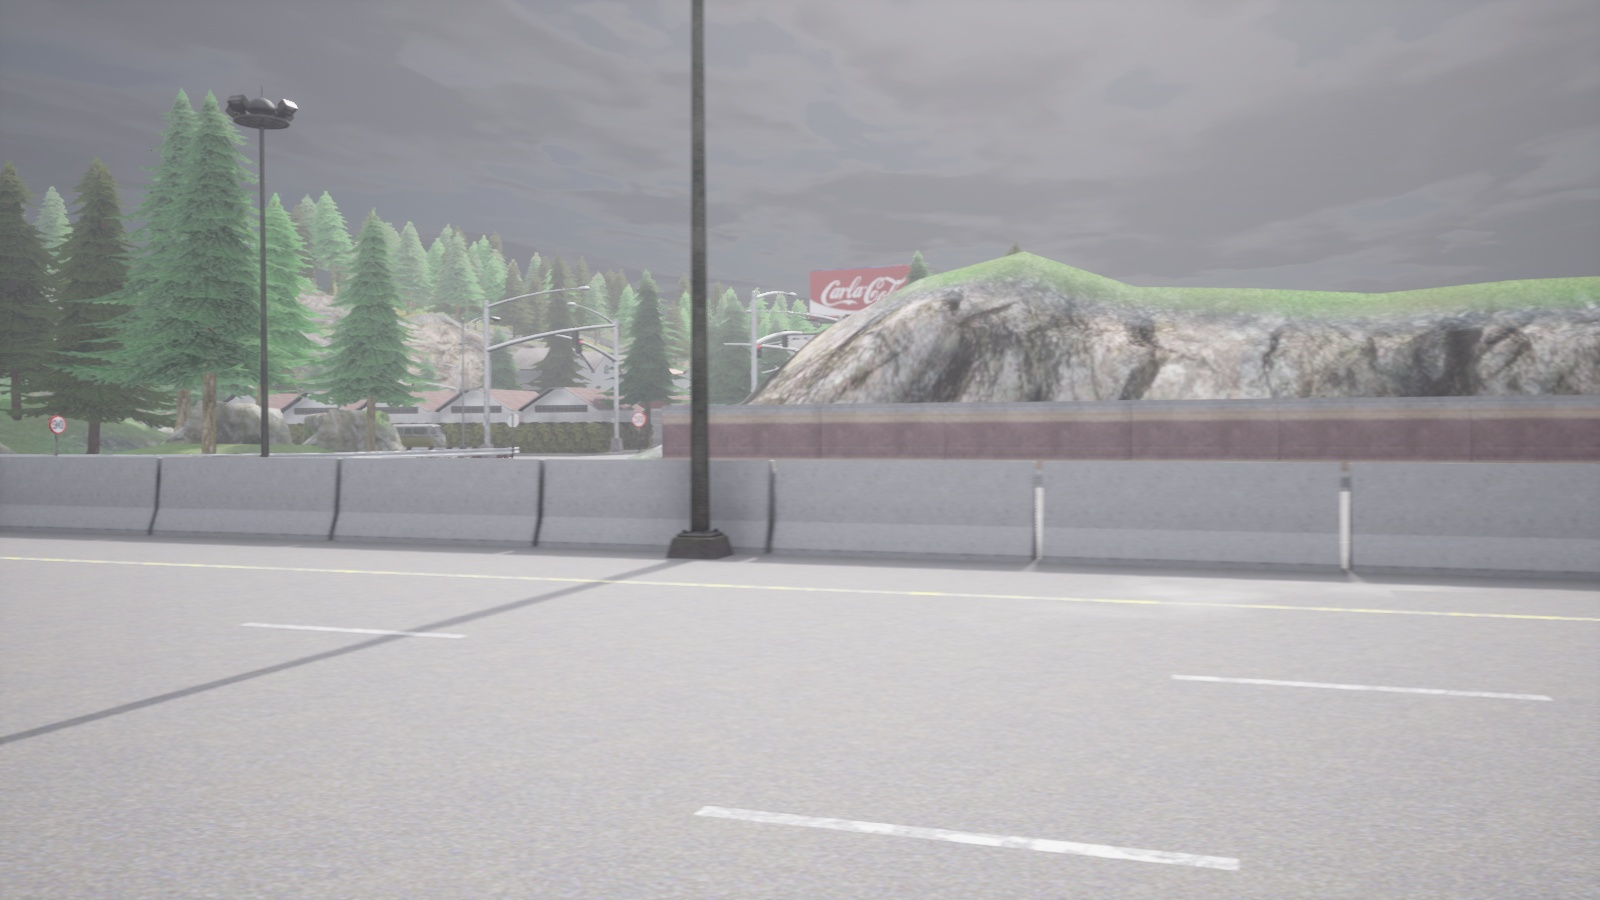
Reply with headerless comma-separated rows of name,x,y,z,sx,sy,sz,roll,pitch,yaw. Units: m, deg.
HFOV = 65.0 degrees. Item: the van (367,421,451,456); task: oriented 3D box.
van,-22.455,-0.665,72.121,4.442,1.987,1.775,1,1,19
